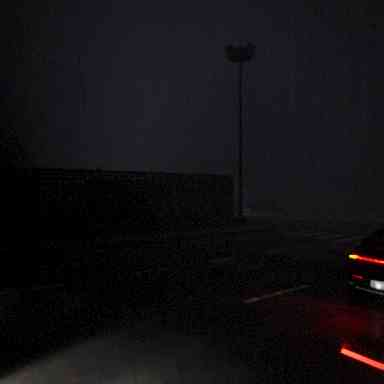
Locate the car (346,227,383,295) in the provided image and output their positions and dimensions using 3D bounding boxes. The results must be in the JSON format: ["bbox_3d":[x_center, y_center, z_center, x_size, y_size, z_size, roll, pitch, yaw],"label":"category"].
[{"bbox_3d":[5.478,1.503,7.678,4.892,1.490,1.837,0,0,-36],"label":"car"}]

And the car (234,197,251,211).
[{"bbox_3d":[3.713,1.162,38.437,2.150,2.045,5.566,0,0,-35],"label":"car"}]

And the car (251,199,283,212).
[{"bbox_3d":[8.311,1.504,38.292,1.994,1.385,4.181,0,0,-35],"label":"car"}]
